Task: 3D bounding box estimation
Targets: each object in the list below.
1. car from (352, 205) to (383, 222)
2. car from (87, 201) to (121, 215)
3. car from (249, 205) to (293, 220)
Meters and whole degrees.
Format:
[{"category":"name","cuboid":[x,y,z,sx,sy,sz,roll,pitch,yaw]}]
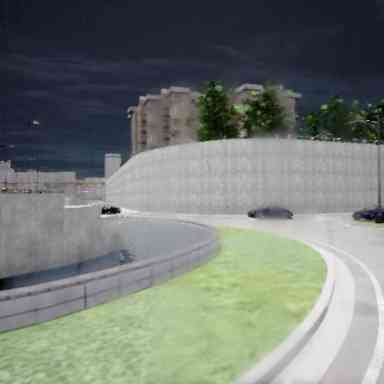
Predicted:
[{"category":"car","cuboid":[16.687,1.903,30.156,4.181,1.385,1.994,0,-1,-17]},{"category":"car","cuboid":[-10.677,2.174,38.604,4.902,1.511,2.128,-1,-1,6]},{"category":"car","cuboid":[7.624,2.006,32.296,4.181,1.385,1.994,0,-1,0]}]
